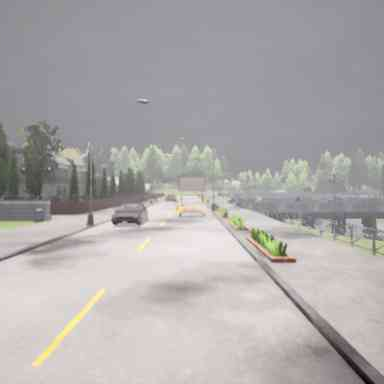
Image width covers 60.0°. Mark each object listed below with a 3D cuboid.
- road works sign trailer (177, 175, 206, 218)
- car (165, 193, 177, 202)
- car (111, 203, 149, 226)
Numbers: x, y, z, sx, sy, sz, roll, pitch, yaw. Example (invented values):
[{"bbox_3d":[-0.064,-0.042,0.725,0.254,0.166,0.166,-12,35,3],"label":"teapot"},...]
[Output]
[{"bbox_3d":[0.003,0.335,28.897,2.380,3.560,2.880,0,0,0],"label":"road works sign trailer"},{"bbox_3d":[-4.008,1.072,64.128,2.097,1.767,4.553,0,0,0],"label":"car"},{"bbox_3d":[-4.098,1.445,22.874,2.033,1.411,5.357,0,0,0],"label":"car"}]
